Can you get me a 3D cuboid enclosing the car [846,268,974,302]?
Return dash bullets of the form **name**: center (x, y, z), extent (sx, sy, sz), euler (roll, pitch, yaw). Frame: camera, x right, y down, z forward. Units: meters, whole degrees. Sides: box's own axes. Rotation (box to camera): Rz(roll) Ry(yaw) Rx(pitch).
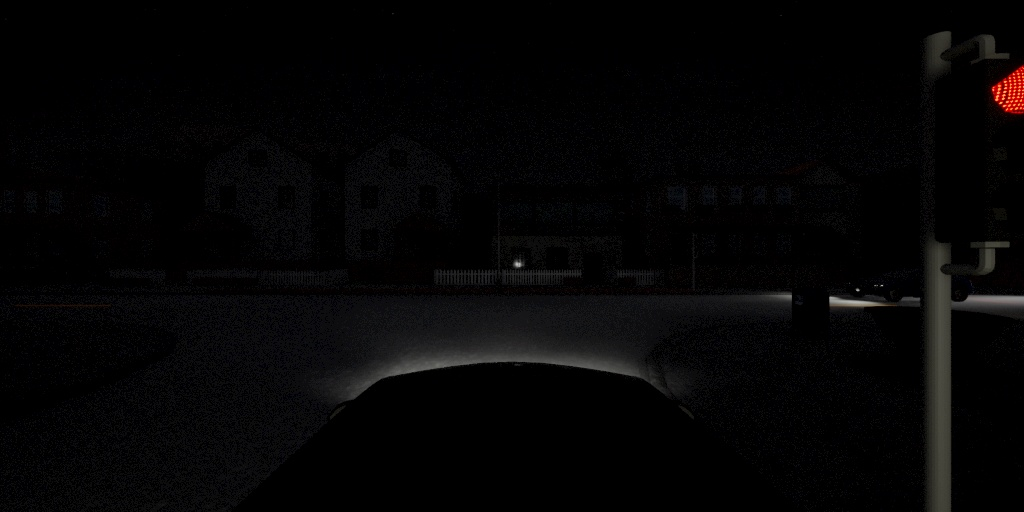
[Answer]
- **car**: center (18.190, 1.276, 16.455), extent (4.674, 1.442, 1.812), euler (0, 0, 0)
